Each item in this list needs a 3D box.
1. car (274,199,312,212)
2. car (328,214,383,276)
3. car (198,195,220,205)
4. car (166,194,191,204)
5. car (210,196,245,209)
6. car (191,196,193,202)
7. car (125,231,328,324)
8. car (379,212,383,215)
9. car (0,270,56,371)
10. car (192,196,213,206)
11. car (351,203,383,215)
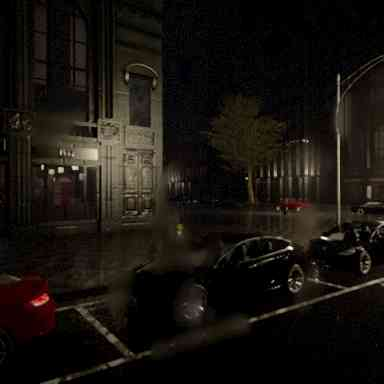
[{"bbox_3d":[12.465,1.628,41.240,1.882,1.535,5.008,0,0,-36],"label":"car"},{"bbox_3d":[5.316,1.588,10.441,4.313,1.339,1.947,0,0,-36],"label":"car"},{"bbox_3d":[3.305,1.556,65.426,2.097,1.767,4.553,0,0,-35],"label":"car"},{"bbox_3d":[-3.111,1.454,68.717,2.150,2.045,5.566,0,0,-36],"label":"car"},{"bbox_3d":[5.647,1.730,50.759,2.033,1.411,5.357,0,0,-36],"label":"car"},{"bbox_3d":[-0.694,1.552,70.924,1.882,1.535,5.008,0,0,-36],"label":"car"},{"bbox_3d":[0.728,1.575,7.167,4.313,1.339,1.947,0,0,-36],"label":"car"},{"bbox_3d":[9.905,1.585,13.715,4.403,1.369,2.008,0,0,-36],"label":"car"},{"bbox_3d":[-3.860,1.580,3.893,4.206,1.307,1.802,0,0,-36],"label":"car"},{"bbox_3d":[2.825,1.694,60.524,2.128,1.511,4.902,0,0,-35],"label":"car"},{"bbox_3d":[18.452,1.723,32.887,1.895,1.301,4.718,0,0,-36],"label":"car"}]
